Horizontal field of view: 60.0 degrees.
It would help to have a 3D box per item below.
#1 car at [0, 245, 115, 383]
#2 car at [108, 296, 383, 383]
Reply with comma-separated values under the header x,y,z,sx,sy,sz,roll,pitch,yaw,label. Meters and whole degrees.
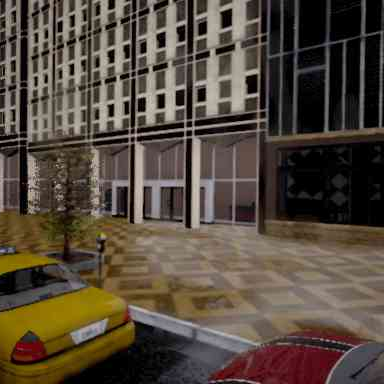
x,y,z,sx,sy,sz,roll,pitch,yaw,label
-3.006,1.495,5.023,4.829,1.417,1.752,0,1,36,car
1.751,1.444,1.612,4.097,1.590,1.967,0,1,36,car
